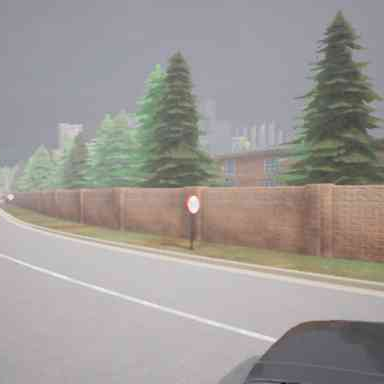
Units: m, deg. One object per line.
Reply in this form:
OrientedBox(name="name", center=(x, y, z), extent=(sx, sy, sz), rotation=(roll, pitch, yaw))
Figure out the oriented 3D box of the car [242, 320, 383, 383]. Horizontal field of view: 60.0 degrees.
OrientedBox(name="car", center=(2.937, 1.565, 1.914), extent=(5.357, 1.411, 2.033), rotation=(0, 0, 35))
